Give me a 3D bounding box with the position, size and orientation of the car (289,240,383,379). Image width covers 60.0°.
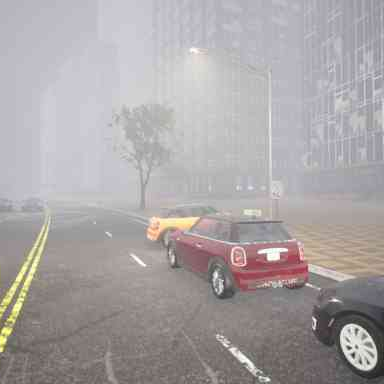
[{"bbox_3d":[3.619,1.505,3.368,1.837,1.490,4.892,0,0,-35],"label":"car"}]

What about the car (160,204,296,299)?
[{"bbox_3d":[0.884,1.355,8.839,2.097,1.767,4.553,0,0,-22],"label":"car"}]

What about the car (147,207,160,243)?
[{"bbox_3d":[0.382,1.276,14.431,4.553,1.767,2.097,-3,1,-18],"label":"car"}]

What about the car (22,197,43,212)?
[{"bbox_3d":[-18.826,1.392,39.383,2.097,1.767,4.553,0,0,-24],"label":"car"}]

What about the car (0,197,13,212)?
[{"bbox_3d":[-21.795,1.389,38.061,2.097,1.767,4.553,0,0,-24],"label":"car"}]
